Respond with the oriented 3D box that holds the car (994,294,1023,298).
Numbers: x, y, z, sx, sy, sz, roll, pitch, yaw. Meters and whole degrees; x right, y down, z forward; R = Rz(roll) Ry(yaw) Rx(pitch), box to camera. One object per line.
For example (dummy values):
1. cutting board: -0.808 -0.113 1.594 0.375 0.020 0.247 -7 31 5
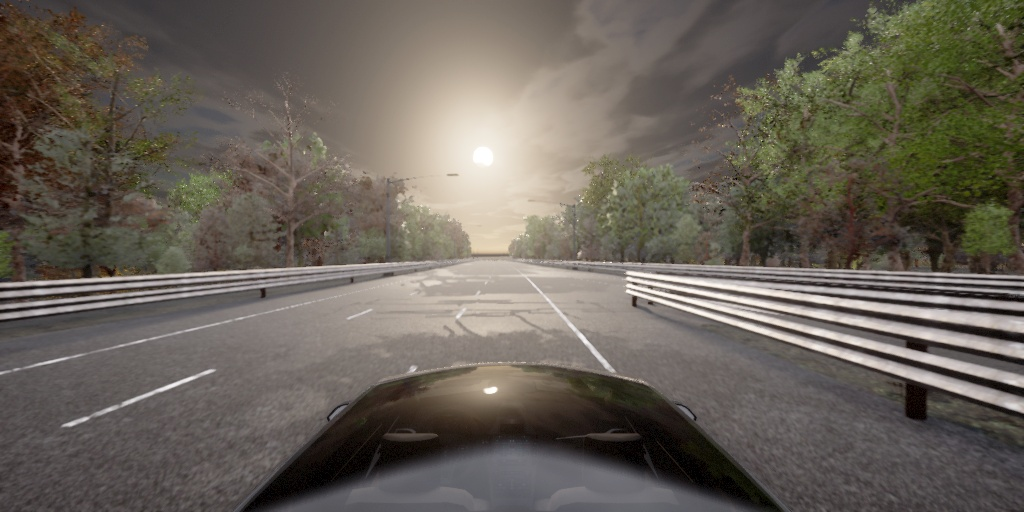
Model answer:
1. car: 13.025 1.242 7.382 2.033 1.649 4.856 0 0 -13
